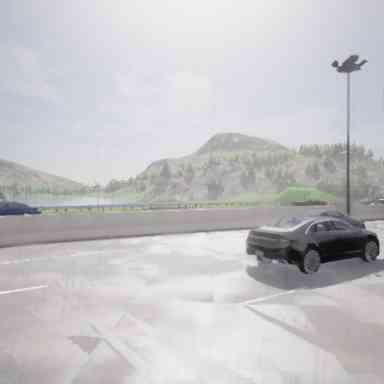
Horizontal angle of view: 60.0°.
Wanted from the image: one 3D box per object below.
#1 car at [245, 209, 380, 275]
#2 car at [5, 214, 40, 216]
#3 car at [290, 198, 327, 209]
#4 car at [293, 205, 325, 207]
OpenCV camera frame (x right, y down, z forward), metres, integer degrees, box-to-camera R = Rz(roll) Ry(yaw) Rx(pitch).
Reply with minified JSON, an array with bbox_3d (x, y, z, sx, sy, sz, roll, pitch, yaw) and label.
[{"bbox_3d":[3.887,1.469,10.378,4.902,1.511,2.128,0,0,-32],"label":"car"},{"bbox_3d":[-13.775,1.410,24.122,5.008,1.535,1.882,0,0,-34],"label":"car"},{"bbox_3d":[15.572,1.506,44.488,4.718,1.301,1.895,0,0,-24],"label":"car"},{"bbox_3d":[6.386,1.530,15.979,4.181,1.385,1.994,0,0,-31],"label":"car"}]
